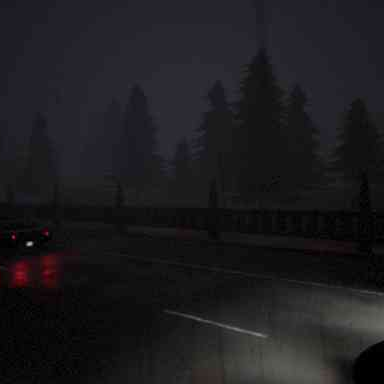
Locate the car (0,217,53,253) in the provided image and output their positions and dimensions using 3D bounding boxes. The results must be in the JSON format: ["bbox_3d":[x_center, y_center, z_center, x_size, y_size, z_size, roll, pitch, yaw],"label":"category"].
[{"bbox_3d":[-8.016,1.702,14.010,4.718,1.301,1.895,0,0,35],"label":"car"}]

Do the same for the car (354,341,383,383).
[{"bbox_3d":[3.336,1.512,1.612,4.674,1.442,1.812,-1,0,36],"label":"car"}]
